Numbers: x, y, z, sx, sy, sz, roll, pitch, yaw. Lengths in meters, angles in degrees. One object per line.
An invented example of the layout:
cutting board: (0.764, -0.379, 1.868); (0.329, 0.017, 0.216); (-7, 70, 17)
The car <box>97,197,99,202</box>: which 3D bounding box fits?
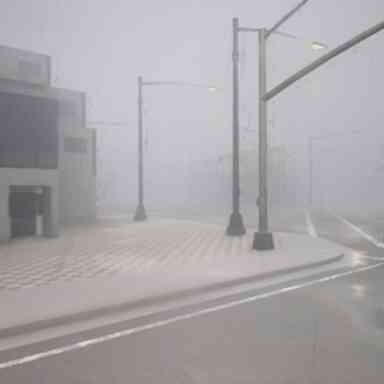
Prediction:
car: (-16.820, 0.878, 54.432); (1.994, 1.385, 4.181); (0, 2, -36)
